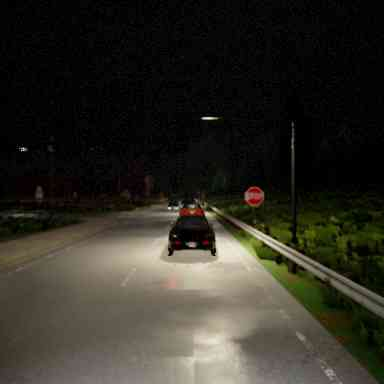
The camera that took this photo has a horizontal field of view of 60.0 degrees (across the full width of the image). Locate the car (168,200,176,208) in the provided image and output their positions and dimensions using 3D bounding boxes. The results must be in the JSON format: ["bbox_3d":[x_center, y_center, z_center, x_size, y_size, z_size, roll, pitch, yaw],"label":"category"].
[{"bbox_3d":[-3.536,2.237,63.792,2.033,1.411,5.357,0,-1,0],"label":"car"}]

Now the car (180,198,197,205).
[{"bbox_3d":[-0.802,2.158,75.804,1.812,1.442,4.674,0,-1,-29],"label":"car"}]

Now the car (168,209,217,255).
[{"bbox_3d":[0.014,1.677,13.876,1.812,1.442,4.674,0,0,0],"label":"car"}]

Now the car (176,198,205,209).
[{"bbox_3d":[0.009,1.658,28.217,2.097,1.767,4.553,0,-1,0],"label":"car"}]
